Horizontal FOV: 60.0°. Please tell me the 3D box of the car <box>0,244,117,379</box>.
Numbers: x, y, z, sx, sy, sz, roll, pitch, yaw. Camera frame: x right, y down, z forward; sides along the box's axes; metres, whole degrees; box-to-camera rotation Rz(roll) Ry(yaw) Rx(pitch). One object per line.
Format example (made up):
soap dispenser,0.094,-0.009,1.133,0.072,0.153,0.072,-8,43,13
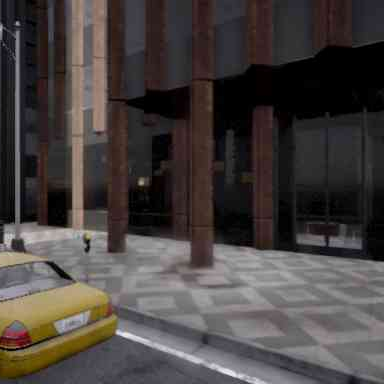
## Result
car,-3.301,1.525,5.324,4.829,1.417,1.752,0,0,36
